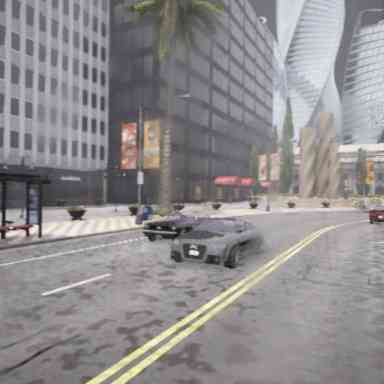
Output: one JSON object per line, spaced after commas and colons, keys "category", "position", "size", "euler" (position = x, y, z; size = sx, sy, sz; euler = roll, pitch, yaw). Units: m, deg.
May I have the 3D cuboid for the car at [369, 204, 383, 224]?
{"category": "car", "position": [15.543, 1.700, 26.114], "size": [1.882, 1.535, 5.008], "euler": [1, 0, 45]}

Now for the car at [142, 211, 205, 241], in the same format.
{"category": "car", "position": [-0.341, 1.612, 16.159], "size": [1.895, 1.301, 4.718], "euler": [1, 0, 29]}

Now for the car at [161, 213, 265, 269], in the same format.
{"category": "car", "position": [1.029, 1.587, 11.376], "size": [1.994, 1.385, 4.181], "euler": [1, 0, 29]}
